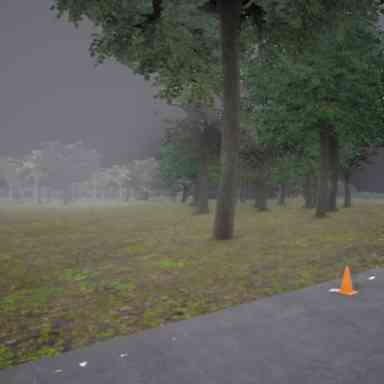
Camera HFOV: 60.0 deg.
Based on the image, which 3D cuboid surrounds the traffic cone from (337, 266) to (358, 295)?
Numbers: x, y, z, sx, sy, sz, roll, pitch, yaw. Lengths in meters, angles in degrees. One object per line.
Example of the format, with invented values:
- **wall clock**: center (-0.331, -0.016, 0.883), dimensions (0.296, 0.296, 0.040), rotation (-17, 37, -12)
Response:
- **traffic cone**: center (3.535, 1.987, 7.575), dimensions (0.340, 0.580, 0.340), rotation (0, 0, -36)
